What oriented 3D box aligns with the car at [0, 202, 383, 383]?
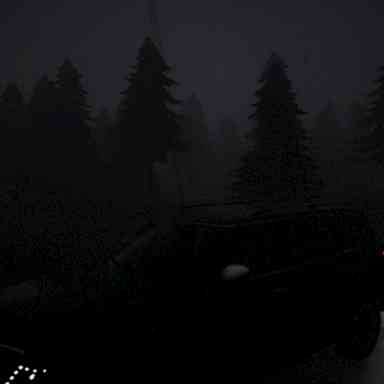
[{"bbox_3d":[0.395,1.192,4.291,5.566,2.045,2.150,-1,0,-36],"label":"car"}]
